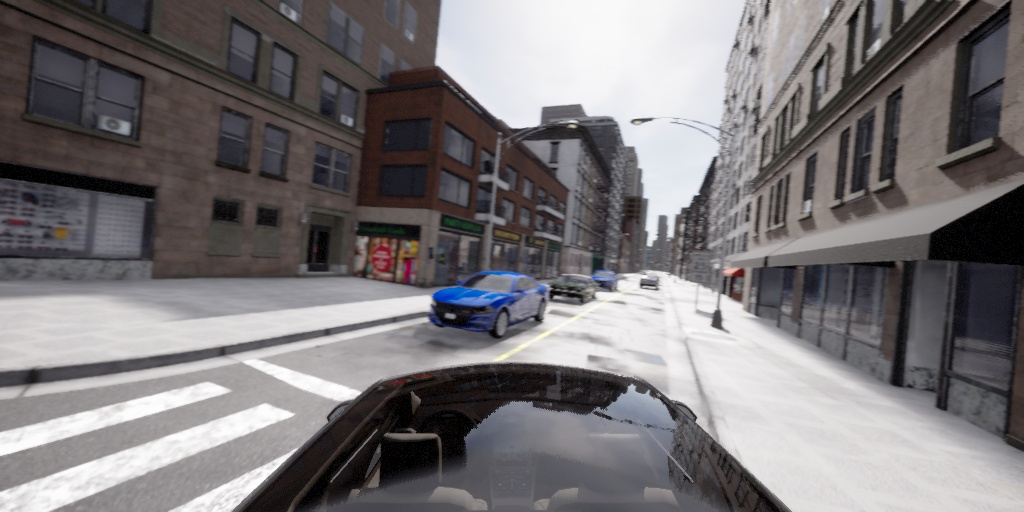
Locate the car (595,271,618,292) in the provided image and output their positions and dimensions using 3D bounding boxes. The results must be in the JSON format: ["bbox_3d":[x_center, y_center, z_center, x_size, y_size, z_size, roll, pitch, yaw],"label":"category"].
[{"bbox_3d":[7.449,1.941,29.106,1.882,1.535,5.008,5,0,23],"label":"car"}]

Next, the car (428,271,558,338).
[{"bbox_3d":[-0.412,1.186,10.434,1.882,1.535,5.008,5,0,23],"label":"car"}]

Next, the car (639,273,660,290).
[{"bbox_3d":[14.387,2.676,37.550,2.033,1.411,5.357,5,0,24],"label":"car"}]

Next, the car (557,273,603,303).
[{"bbox_3d":[3.415,1.677,19.567,1.895,1.301,4.718,5,0,23],"label":"car"}]
